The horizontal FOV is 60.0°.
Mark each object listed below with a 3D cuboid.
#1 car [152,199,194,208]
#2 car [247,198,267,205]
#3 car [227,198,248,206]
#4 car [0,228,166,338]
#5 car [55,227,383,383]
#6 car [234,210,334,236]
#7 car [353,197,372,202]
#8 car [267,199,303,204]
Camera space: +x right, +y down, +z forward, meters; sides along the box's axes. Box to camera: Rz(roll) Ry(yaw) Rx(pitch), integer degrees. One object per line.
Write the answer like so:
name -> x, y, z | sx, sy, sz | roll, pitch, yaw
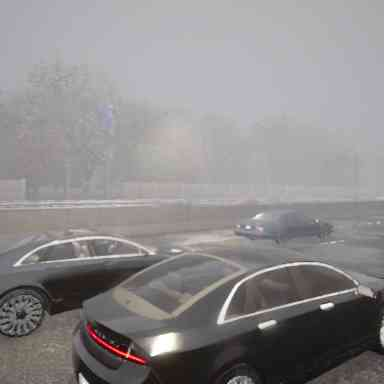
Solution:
car -> -2.114, 1.481, 36.872 | 4.902, 1.511, 2.128 | 0, 0, -35
car -> 8.779, 1.484, 36.038 | 4.902, 1.511, 2.128 | 0, 0, -35
car -> 6.186, 1.470, 38.489 | 5.008, 1.535, 1.882 | 0, 0, -35
car -> -1.995, 1.490, 6.627 | 4.902, 1.511, 2.128 | 0, 0, -35
car -> 0.992, 1.502, 4.453 | 4.892, 1.490, 1.837 | 0, 0, -36
car -> 4.411, 1.539, 15.491 | 5.357, 1.411, 2.033 | 0, 0, -35
car -> 30.932, 1.598, 60.336 | 4.181, 1.385, 1.994 | 0, 0, -35
car -> 9.717, 1.556, 32.413 | 4.181, 1.385, 1.994 | 0, 0, -35
